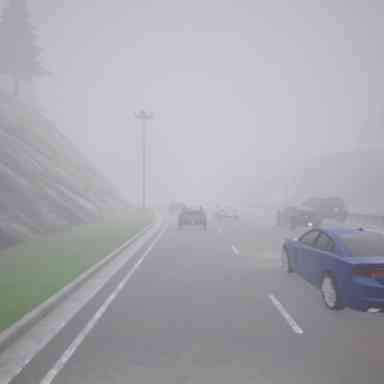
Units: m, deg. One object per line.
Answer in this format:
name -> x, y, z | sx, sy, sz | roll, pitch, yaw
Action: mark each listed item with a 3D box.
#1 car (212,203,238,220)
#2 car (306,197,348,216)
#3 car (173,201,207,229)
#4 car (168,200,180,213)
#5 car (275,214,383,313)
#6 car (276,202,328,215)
car -> 3.049, 1.744, 30.747 | 1.812, 1.442, 4.674 | 0, 0, -5
car -> 10.357, 1.413, 26.892 | 2.150, 2.045, 5.566 | 0, 0, -3
car -> -0.013, 1.656, 23.012 | 2.128, 1.511, 4.902 | 0, 0, -1
car -> -1.948, 1.774, 41.868 | 1.882, 1.535, 5.008 | 0, 0, -9
car -> 3.600, 1.534, 7.904 | 1.882, 1.535, 5.008 | 0, 0, 0
car -> 7.015, 1.665, 22.305 | 1.837, 1.490, 4.892 | 0, 0, -1
